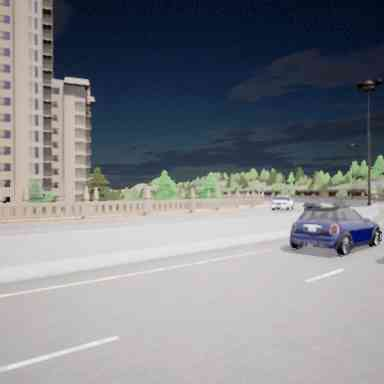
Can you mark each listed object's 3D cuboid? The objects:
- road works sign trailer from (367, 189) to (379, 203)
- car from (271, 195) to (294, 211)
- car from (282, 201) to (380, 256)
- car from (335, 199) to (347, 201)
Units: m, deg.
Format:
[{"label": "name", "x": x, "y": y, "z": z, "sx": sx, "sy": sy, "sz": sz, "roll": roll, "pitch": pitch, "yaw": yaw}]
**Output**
[{"label": "road works sign trailer", "x": 44.479, "y": 1.001, "z": 82.065, "sx": 2.380, "sy": 3.560, "sz": 2.880, "roll": -1, "pitch": -1, "yaw": 15}, {"label": "car", "x": 12.207, "y": 1.483, "z": 44.514, "sx": 2.150, "sy": 2.045, "sz": 5.566, "roll": 0, "pitch": -1, "yaw": 29}, {"label": "car", "x": 5.970, "y": 1.400, "z": 13.636, "sx": 4.553, "sy": 1.767, "sz": 2.097, "roll": 0, "pitch": -1, "yaw": -43}, {"label": "car", "x": 19.031, "y": 1.736, "z": 42.532, "sx": 1.837, "sy": 1.490, "sz": 4.892, "roll": 0, "pitch": -1, "yaw": 28}]
